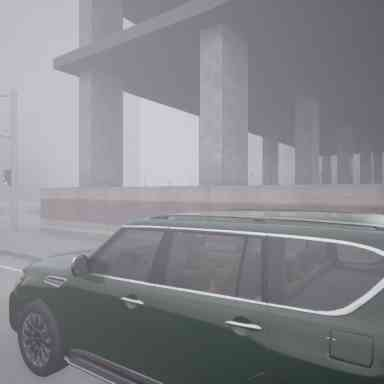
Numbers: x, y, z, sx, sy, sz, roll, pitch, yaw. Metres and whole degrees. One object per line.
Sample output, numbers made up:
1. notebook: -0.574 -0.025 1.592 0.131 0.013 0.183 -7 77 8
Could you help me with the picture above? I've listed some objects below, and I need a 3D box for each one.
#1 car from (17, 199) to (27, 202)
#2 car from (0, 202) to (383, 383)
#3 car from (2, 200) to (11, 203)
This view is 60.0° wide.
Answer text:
1. car: -14.282 1.547 33.407 2.128 1.511 4.902 0 0 36
2. car: 0.130 1.221 3.890 5.566 2.045 2.150 0 0 35
3. car: -18.332 1.533 33.759 1.882 1.535 5.008 0 0 36
